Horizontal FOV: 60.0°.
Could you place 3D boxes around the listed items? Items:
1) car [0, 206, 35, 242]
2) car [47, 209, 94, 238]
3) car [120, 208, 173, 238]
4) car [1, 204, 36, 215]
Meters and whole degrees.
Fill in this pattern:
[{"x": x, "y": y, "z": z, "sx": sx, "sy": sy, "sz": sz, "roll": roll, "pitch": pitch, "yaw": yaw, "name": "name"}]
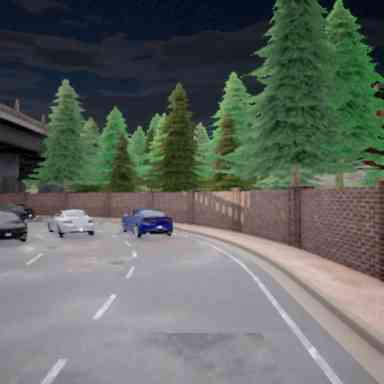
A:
[{"x": -9.713, "y": 1.666, "z": 16.907, "sx": 1.882, "sy": 1.535, "sz": 5.008, "roll": 1, "pitch": -1, "yaw": -37, "name": "car"}, {"x": -7.093, "y": 1.741, "z": 19.382, "sx": 1.812, "sy": 1.442, "sz": 4.674, "roll": 1, "pitch": -1, "yaw": -33, "name": "car"}, {"x": -2.757, "y": 1.692, "z": 19.327, "sx": 1.882, "sy": 1.535, "sz": 5.008, "roll": 1, "pitch": -1, "yaw": -26, "name": "car"}, {"x": -16.525, "y": 1.841, "z": 30.239, "sx": 4.892, "sy": 1.490, "sz": 1.837, "roll": 0, "pitch": -1, "yaw": 21, "name": "car"}]
